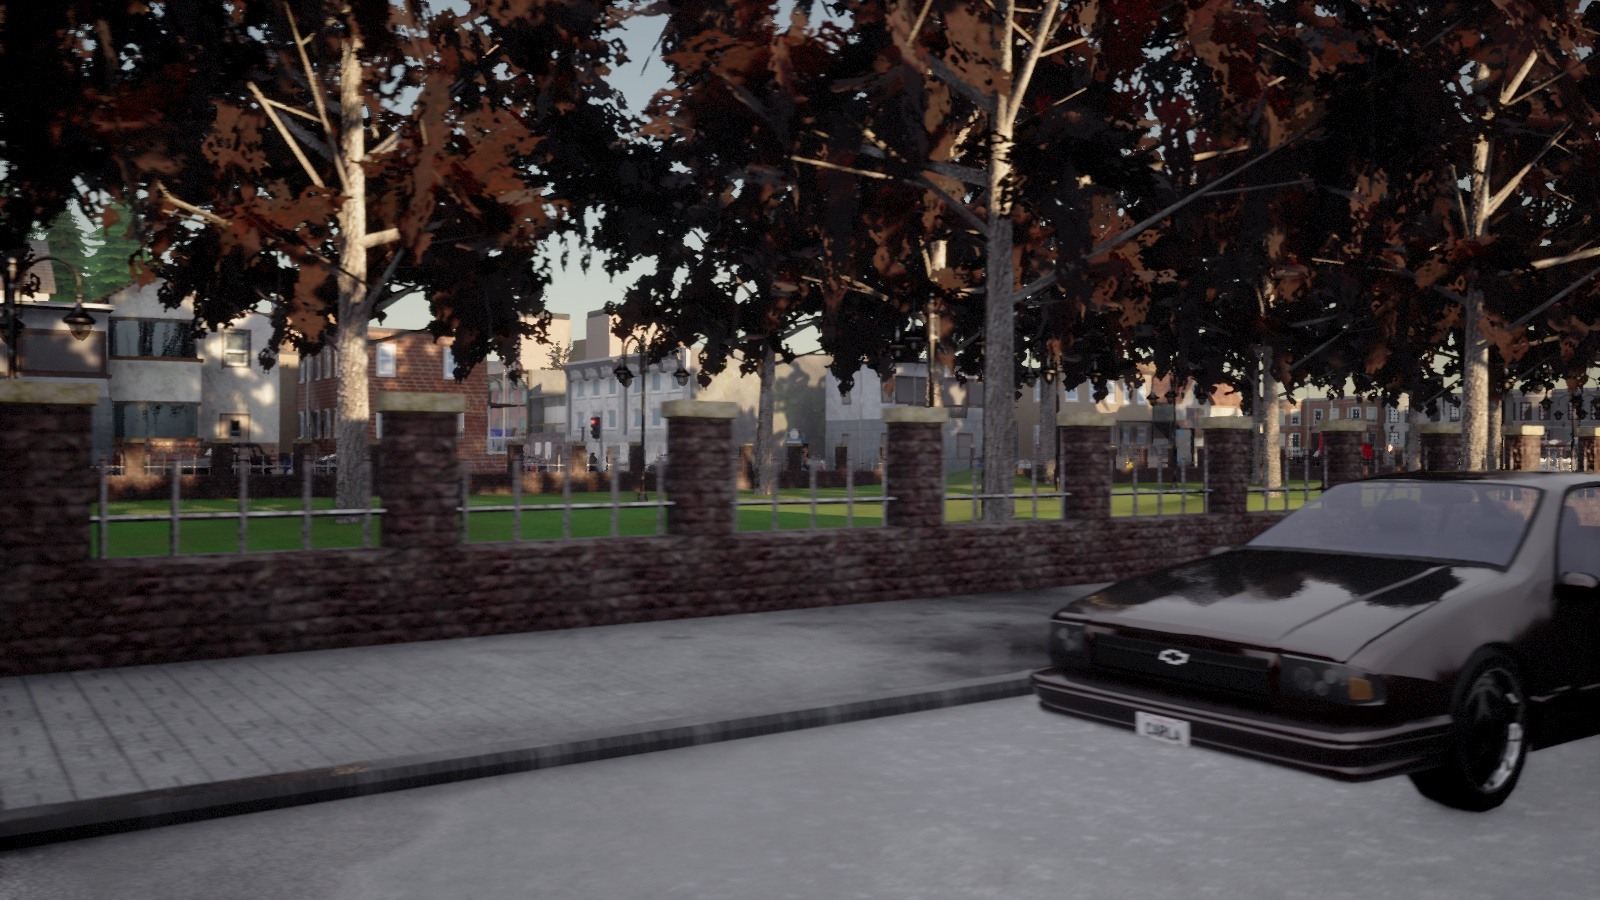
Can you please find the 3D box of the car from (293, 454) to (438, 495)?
[{"bbox_3d":[-16.531,0.903,47.905,4.892,1.490,1.837,0,0,-38],"label":"car"}]

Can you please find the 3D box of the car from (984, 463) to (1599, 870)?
[{"bbox_3d":[3.694,0.801,6.856,5.357,1.411,2.033,0,0,-34],"label":"car"}]

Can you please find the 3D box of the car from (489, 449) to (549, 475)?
[{"bbox_3d":[-18.601,0.768,82.953,2.152,1.651,5.027,0,0,-35],"label":"car"}]

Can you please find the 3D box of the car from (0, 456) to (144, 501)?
[{"bbox_3d":[-24.782,0.927,42.091,4.674,1.442,1.812,0,0,-38],"label":"car"}]

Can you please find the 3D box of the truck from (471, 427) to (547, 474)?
[{"bbox_3d":[-22.056,0.044,94.875,2.891,3.462,7.936,0,0,-35],"label":"truck"}]

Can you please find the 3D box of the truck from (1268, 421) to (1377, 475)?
[{"bbox_3d":[35.058,-0.104,84.123,7.936,3.462,2.891,0,0,-35],"label":"truck"}]

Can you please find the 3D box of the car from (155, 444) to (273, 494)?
[{"bbox_3d":[-22.667,0.709,48.589,3.866,1.878,1.905,0,0,-35],"label":"car"}]
